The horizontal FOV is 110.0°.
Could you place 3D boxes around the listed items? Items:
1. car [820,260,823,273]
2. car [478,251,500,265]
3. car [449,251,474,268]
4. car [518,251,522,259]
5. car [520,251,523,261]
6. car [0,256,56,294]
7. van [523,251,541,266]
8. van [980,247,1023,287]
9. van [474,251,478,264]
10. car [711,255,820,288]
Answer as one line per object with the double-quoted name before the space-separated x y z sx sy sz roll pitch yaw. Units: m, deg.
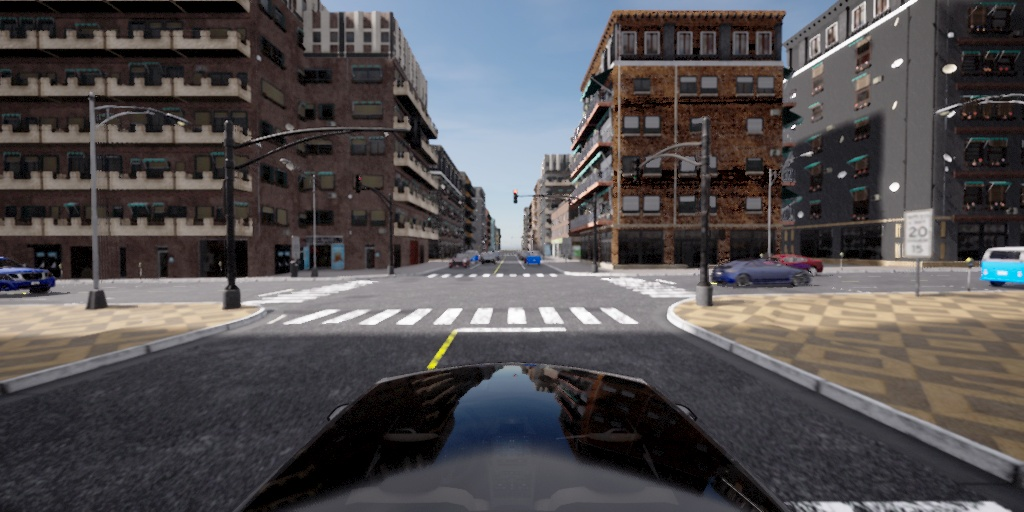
"car" 17.536 0.600 23.294 4.507 1.381 1.888 0 0 0
"car" -2.964 0.367 46.371 1.837 1.490 4.892 0 1 0
"car" -5.553 0.464 38.350 1.967 1.591 4.097 0 0 0
"car" 2.392 0.139 60.695 1.948 1.339 4.313 0 0 0
"car" 2.517 0.342 49.536 1.888 1.381 4.507 0 0 0
"car" -26.488 1.021 17.826 5.566 2.045 2.150 -1 1 0
"van" 2.571 0.261 43.334 1.690 1.789 3.998 0 0 0
"van" 22.920 0.477 15.431 3.998 1.789 1.690 0 0 0
"van" -5.552 0.142 49.512 1.690 1.789 3.998 0 0 0
"car" 12.367 0.804 17.952 4.181 1.385 1.994 -1 1 0
